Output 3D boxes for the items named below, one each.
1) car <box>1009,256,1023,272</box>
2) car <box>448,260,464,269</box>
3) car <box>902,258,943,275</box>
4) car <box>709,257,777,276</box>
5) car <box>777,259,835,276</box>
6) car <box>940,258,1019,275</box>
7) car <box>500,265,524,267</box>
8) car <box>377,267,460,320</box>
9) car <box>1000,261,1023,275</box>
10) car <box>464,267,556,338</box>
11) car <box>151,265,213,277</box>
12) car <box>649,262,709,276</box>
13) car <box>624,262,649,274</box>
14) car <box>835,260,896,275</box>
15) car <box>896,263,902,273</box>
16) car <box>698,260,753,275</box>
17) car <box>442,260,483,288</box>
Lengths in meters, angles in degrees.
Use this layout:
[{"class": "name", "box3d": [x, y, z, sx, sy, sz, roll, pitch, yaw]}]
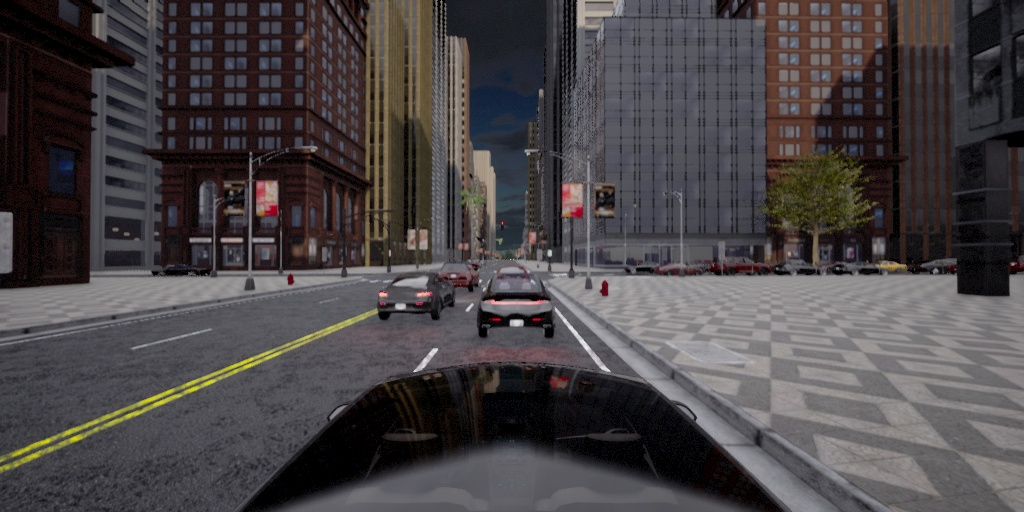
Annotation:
[{"class": "car", "box3d": [49.146, 0.903, 33.503, 5.009, 1.841, 2.192, 0, 0, -1]}, {"class": "car", "box3d": [-9.796, 1.461, 63.149, 2.033, 1.411, 5.357, 0, 0, 1]}, {"class": "car", "box3d": [42.859, 1.130, 36.031, 4.892, 1.490, 1.837, 0, -1, -1]}, {"class": "car", "box3d": [20.957, 0.972, 33.068, 5.009, 1.841, 2.192, 0, 0, -1]}, {"class": "car", "box3d": [26.594, 1.207, 33.155, 4.313, 1.339, 1.948, 0, 0, -1]}, {"class": "car", "box3d": [43.507, 1.144, 33.416, 4.507, 1.381, 1.888, 0, 0, -1]}, {"class": "car", "box3d": [0.001, 1.221, 19.624, 1.882, 1.535, 5.008, 0, 0, 0]}, {"class": "car", "box3d": [-3.149, 1.264, 12.436, 1.812, 1.442, 4.674, 0, 0, 0]}, {"class": "car", "box3d": [52.951, 1.209, 36.235, 4.718, 1.301, 1.895, 0, -1, -1]}, {"class": "car", "box3d": [0.099, 1.230, 10.124, 2.128, 1.511, 4.902, 0, 0, 0]}, {"class": "car", "box3d": [-32.029, 1.498, 35.020, 4.718, 1.301, 1.895, 0, -1, 0]}, {"class": "car", "box3d": [15.318, 1.259, 32.981, 4.207, 1.307, 1.802, 0, 0, -1]}, {"class": "car", "box3d": [15.189, 1.326, 41.505, 4.313, 1.339, 1.948, 0, 0, -1]}, {"class": "car", "box3d": [32.231, 1.191, 33.242, 4.313, 1.339, 1.948, 0, 0, -1]}, {"class": "car", "box3d": [43.212, 1.207, 41.937, 4.829, 1.417, 1.751, 0, 0, -1]}, {"class": "car", "box3d": [23.117, 1.211, 38.874, 4.892, 1.490, 1.837, 0, -1, -1]}, {"class": "car", "box3d": [-3.147, 1.098, 21.417, 2.097, 1.767, 4.553, 0, 0, 0]}]
